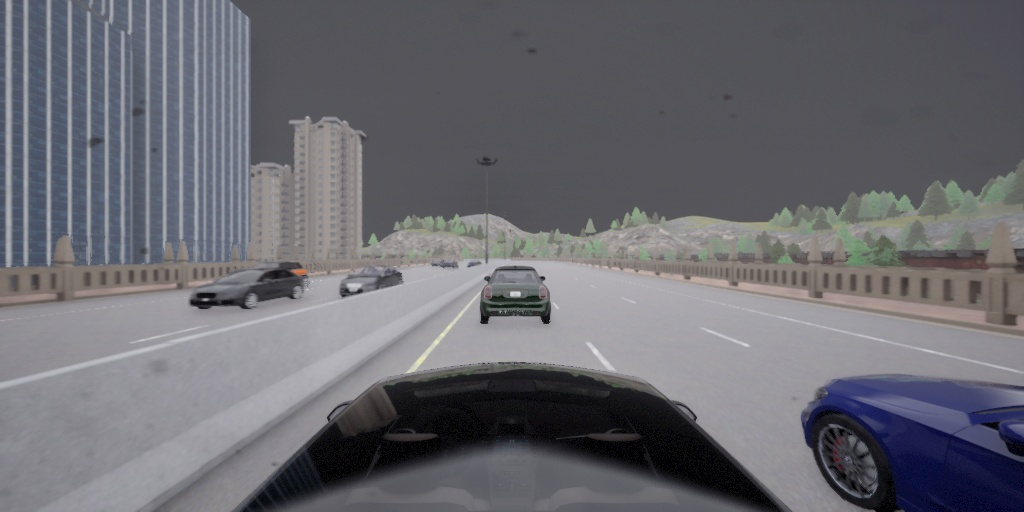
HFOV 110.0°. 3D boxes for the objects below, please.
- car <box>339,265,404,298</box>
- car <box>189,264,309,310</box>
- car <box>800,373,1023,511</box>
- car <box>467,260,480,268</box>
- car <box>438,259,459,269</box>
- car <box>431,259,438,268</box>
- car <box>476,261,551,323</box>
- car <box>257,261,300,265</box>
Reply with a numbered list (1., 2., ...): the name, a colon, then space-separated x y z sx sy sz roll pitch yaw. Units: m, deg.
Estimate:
1. car: -7.055 1.242 18.465 2.128 1.511 4.902 0 0 0
2. car: -10.577 1.256 14.807 1.837 1.490 4.892 0 0 0
3. car: 3.599 1.276 1.358 1.812 1.442 4.674 0 0 0
4. car: -6.006 1.300 58.261 2.033 1.411 5.357 0 0 2
5. car: -9.581 1.300 55.965 2.033 1.411 5.357 0 0 2
6. car: -12.845 1.256 63.023 1.837 1.490 4.892 0 0 2
7. car: 0.101 1.103 12.315 2.097 1.767 4.553 0 0 0
8. car: -14.029 1.103 20.986 2.097 1.767 4.553 0 0 1
